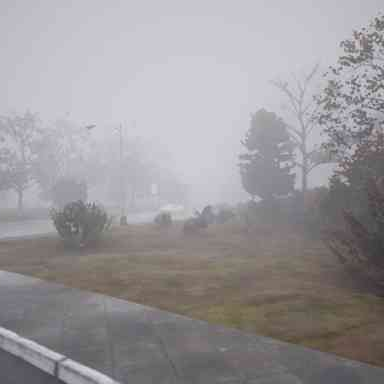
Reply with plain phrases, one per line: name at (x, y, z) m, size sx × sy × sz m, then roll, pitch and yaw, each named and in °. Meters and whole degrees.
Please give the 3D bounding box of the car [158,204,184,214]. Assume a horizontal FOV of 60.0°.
car at (-2.913, 2.430, 47.843) m, size 1.812 × 1.442 × 4.674 m, roll -3°, pitch -2°, yaw 32°

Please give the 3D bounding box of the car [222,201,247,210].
car at (7.114, 2.196, 50.324) m, size 2.033 × 1.411 × 5.357 m, roll -3°, pitch -2°, yaw 32°

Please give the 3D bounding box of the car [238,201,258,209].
car at (10.439, 2.411, 62.098) m, size 1.837 × 1.490 × 4.892 m, roll -3°, pitch -2°, yaw 33°

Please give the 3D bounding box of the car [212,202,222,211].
car at (5.015, 2.317, 53.565) m, size 1.837 × 1.490 × 4.892 m, roll -3°, pitch -3°, yaw 32°
